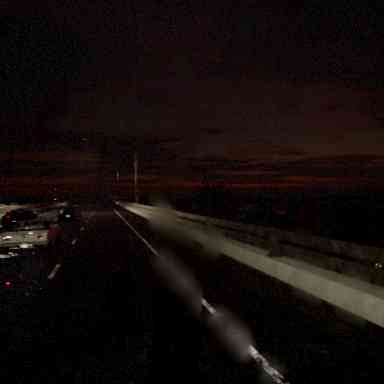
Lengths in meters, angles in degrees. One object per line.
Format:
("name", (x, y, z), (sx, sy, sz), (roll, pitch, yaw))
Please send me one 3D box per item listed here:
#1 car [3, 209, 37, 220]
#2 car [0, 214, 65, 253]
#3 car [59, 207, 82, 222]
("car", (-14.381, 2.142, 28.107), (1.882, 1.535, 5.008), (-1, -1, -15))
("car", (-7.446, 1.959, 15.775), (1.895, 1.301, 4.718), (-1, -1, -15))
("car", (-11.954, 2.209, 32.573), (1.994, 1.385, 4.181), (-1, -1, -15))
